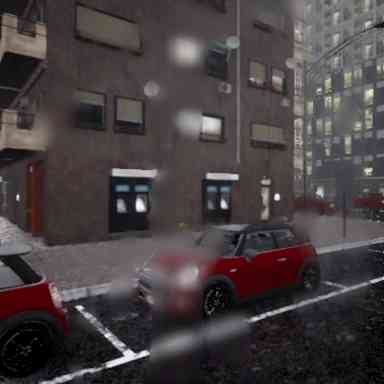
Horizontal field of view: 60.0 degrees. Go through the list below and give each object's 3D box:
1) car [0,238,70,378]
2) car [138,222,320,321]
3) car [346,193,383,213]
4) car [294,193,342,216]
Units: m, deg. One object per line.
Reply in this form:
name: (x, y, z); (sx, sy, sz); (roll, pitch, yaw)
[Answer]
car: (-3.734, 1.441, 3.893); (4.097, 1.590, 1.967); (0, 0, -35)
car: (0.893, 1.437, 7.192); (4.097, 1.590, 1.967); (0, 0, -35)
car: (16.514, 1.009, 33.076); (2.192, 1.841, 5.009); (1, 0, -36)
car: (9.771, 0.994, 28.102); (2.192, 1.841, 5.009); (1, 0, -36)
